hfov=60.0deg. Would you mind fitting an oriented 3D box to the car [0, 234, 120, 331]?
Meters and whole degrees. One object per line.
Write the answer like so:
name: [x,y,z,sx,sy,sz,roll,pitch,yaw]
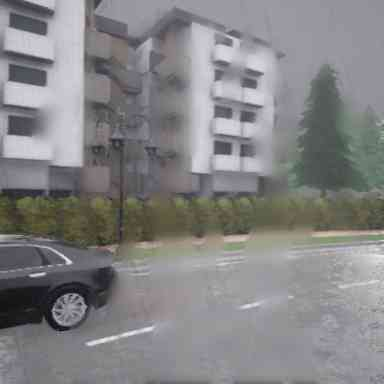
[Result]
car: [-3.637,1.501,5.381,4.892,1.490,1.837,1,0,-33]
